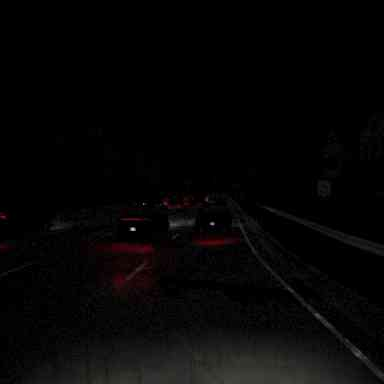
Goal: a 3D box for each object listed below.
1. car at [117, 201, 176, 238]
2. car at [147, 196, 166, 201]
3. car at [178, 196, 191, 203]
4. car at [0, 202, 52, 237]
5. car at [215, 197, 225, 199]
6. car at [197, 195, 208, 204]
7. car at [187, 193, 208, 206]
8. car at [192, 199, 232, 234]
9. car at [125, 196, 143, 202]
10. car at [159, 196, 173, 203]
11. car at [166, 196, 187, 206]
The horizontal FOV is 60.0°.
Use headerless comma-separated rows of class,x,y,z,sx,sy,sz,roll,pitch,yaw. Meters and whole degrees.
car,-2.418,1.452,17.393,2.128,1.511,4.902,0,0,6
car,-5.967,1.425,53.892,2.033,1.411,5.357,0,0,6
car,-1.465,1.427,63.920,1.994,1.385,4.181,0,0,6
car,-9.419,1.301,17.722,2.097,1.767,4.553,0,0,6
car,4.526,1.494,53.310,1.895,1.301,4.718,0,0,6
car,2.018,1.346,63.578,1.882,1.535,5.008,0,0,6
car,1.003,1.110,53.237,2.150,2.045,5.566,0,0,6
car,1.281,1.438,19.249,1.882,1.535,5.008,0,0,6
car,-9.450,1.420,54.234,2.033,1.411,5.357,0,0,6
car,-4.948,1.422,64.262,1.994,1.385,4.181,0,0,6
car,-2.484,1.361,53.550,1.882,1.535,5.008,0,0,6
